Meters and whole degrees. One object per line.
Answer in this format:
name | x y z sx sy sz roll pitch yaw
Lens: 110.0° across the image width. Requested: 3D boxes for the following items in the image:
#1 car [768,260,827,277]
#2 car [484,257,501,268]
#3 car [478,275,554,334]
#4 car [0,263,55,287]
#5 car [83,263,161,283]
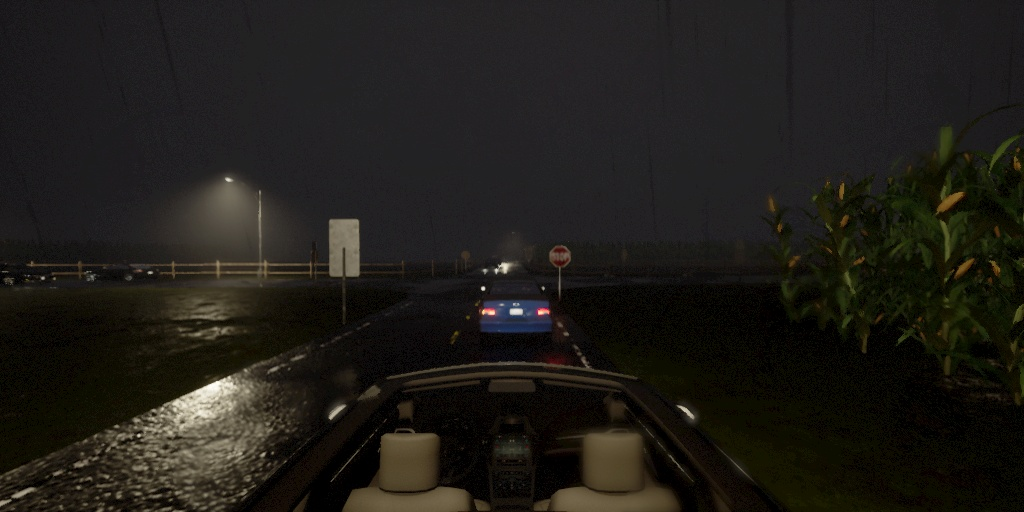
car | 24.184 1.076 30.292 4.674 1.442 1.812 0 1 -7
car | -2.933 0.950 51.415 1.882 1.535 5.008 0 0 0
car | 0.049 1.253 10.353 2.033 1.411 5.357 0 0 -1
car | -33.234 1.203 23.542 4.892 1.490 1.837 0 1 0
car | -28.772 1.210 26.523 4.181 1.385 1.994 0 1 0
